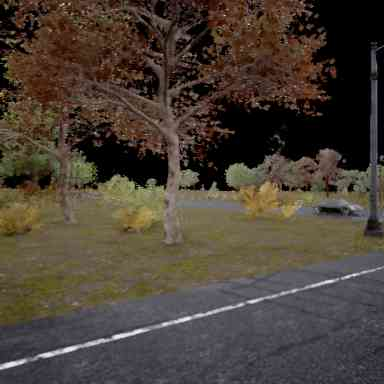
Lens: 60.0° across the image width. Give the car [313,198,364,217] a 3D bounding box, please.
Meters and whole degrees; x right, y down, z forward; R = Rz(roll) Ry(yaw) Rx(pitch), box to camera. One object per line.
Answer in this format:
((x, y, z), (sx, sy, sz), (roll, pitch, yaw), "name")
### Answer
((14.241, 1.414, 32.509), (2.097, 1.767, 4.553), (0, 1, -35), "car")
